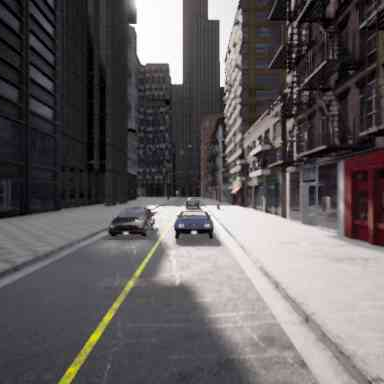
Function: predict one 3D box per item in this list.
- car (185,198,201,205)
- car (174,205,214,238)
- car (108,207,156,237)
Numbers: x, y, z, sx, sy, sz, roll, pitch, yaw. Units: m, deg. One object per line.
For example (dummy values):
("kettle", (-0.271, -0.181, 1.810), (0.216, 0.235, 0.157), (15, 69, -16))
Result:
("car", (0.109, 1.494, 45.734), (2.128, 1.511, 4.902), (0, 0, 0))
("car", (0.102, 1.594, 17.664), (1.895, 1.301, 4.718), (0, 0, 0))
("car", (-3.064, 1.541, 18.132), (2.033, 1.411, 5.357), (0, 0, 0))
